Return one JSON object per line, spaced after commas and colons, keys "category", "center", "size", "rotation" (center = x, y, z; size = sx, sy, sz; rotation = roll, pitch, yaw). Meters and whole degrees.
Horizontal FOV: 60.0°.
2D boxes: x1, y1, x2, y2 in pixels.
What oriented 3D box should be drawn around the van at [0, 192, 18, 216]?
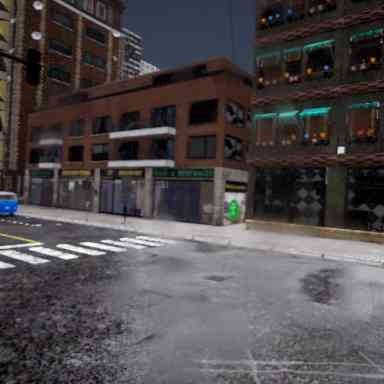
{"category": "van", "center": [-14.760, 0.867, 25.044], "size": [3.998, 1.788, 1.690], "rotation": [2, 0, 37]}
